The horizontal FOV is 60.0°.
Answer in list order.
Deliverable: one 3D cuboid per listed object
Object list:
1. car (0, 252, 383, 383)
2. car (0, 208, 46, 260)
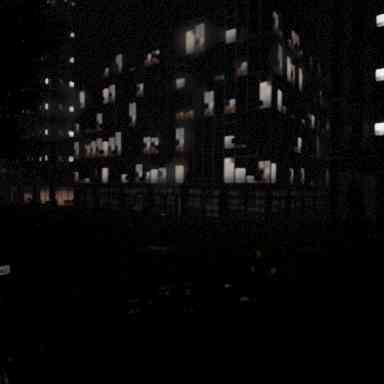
[{"bbox_3d":[-0.240,1.536,3.049,4.313,1.339,1.947,1,1,36],"label":"car"},{"bbox_3d":[-4.733,1.197,6.254,5.009,1.841,2.192,1,1,35],"label":"car"}]
